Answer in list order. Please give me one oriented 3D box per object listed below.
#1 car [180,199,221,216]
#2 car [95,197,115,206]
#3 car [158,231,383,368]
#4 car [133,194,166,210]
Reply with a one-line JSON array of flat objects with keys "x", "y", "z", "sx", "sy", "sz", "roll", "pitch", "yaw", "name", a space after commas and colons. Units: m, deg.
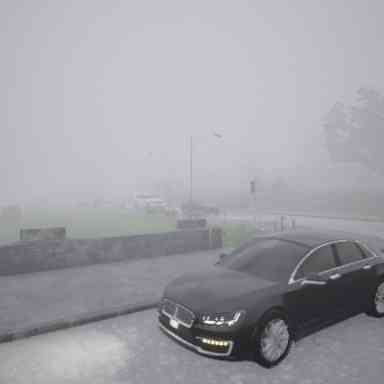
[{"x": 0.785, "y": 1.478, "z": 33.139, "sx": 1.882, "sy": 1.535, "sz": 5.008, "roll": 0, "pitch": 0, "yaw": -36, "name": "car"}, {"x": -14.260, "y": 1.479, "z": 54.378, "sx": 1.882, "sy": 1.535, "sz": 5.008, "roll": 0, "pitch": 0, "yaw": -35, "name": "car"}, {"x": 1.739, "y": 1.505, "z": 5.848, "sx": 4.892, "sy": 1.490, "sz": 1.837, "roll": 0, "pitch": 0, "yaw": -36, "name": "car"}, {"x": -5.435, "y": 1.221, "z": 41.868, "sx": 2.150, "sy": 2.045, "sz": 5.566, "roll": 0, "pitch": 0, "yaw": -36, "name": "car"}]
